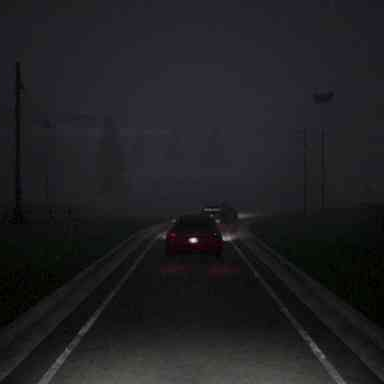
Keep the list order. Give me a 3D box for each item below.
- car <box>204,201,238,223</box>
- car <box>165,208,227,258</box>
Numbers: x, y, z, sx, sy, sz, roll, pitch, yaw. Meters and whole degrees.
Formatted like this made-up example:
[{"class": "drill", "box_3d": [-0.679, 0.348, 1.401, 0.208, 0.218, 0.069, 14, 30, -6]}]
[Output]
[{"class": "car", "box_3d": [2.214, 1.439, 25.377, 2.128, 1.511, 4.902, 0, 0, 21]}, {"class": "car", "box_3d": [0.143, 1.536, 12.741, 1.994, 1.385, 4.181, 0, 0, 3]}]
